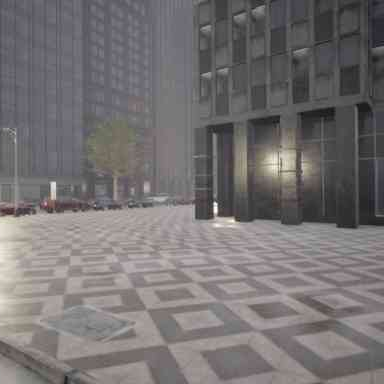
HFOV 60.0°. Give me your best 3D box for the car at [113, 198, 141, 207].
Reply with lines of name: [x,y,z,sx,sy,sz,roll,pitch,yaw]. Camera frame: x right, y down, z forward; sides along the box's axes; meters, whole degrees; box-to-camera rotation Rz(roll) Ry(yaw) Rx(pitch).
car: [-10.391,1.612,53.349,1.802,1.307,4.206,-1,0,35]

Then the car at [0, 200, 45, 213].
car: [-20.003,1.642,39.427,1.947,1.339,4.313,-1,0,35]

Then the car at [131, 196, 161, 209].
car: [-6.583,1.508,43.860,1.947,1.339,4.313,-1,0,35]

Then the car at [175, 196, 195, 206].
car: [-0.176,1.461,53.141,1.887,1.381,4.507,-1,0,35]

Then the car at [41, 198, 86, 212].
car: [-15.696,1.510,40.816,1.882,1.535,5.008,-1,0,35]

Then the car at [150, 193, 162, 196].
car: [-5.721,1.211,55.181,2.150,2.045,5.566,-1,-1,35]

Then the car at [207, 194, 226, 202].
car: [5.628,1.295,76.554,2.192,1.841,5.009,-1,0,35]

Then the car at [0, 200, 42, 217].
car: [-16.194,1.576,29.940,1.802,1.307,4.206,-1,0,35]

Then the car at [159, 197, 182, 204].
car: [-3.982,1.573,62.631,1.947,1.339,4.313,-1,0,35]

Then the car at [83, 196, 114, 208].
car: [-13.597,1.484,48.708,1.967,1.590,4.097,-1,0,35]

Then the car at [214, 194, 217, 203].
car: [3.026,1.221,57.782,2.192,1.841,5.009,-1,0,35]

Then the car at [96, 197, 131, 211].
car: [-9.786,1.524,39.221,1.947,1.339,4.313,-1,0,35]

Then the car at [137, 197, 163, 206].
car: [-7.284,1.544,57.849,1.752,1.417,4.829,-1,0,35]

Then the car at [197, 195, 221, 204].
car: [3.238,1.422,62.781,2.128,1.511,4.902,-1,0,35]

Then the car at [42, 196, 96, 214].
car: [-12.992,1.290,34.582,2.192,1.841,5.009,-1,0,35]

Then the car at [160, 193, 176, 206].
car: [-2.442,1.440,54.465,2.128,1.511,4.902,-1,0,35]
